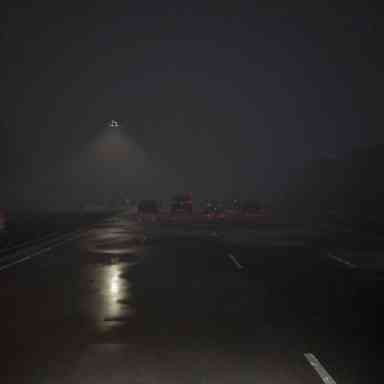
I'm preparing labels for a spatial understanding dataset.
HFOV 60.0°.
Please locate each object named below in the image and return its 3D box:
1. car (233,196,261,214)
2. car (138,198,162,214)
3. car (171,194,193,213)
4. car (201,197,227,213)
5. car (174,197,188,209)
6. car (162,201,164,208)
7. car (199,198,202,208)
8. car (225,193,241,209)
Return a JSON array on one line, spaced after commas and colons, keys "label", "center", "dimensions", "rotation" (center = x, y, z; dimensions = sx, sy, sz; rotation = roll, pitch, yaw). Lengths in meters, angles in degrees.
[{"label": "car", "center": [5.915, 1.471, 35.272], "dimensions": [1.882, 1.535, 5.008], "rotation": [0, 0, -1]}, {"label": "car", "center": [-4.604, 1.471, 35.760], "dimensions": [1.882, 1.535, 5.008], "rotation": [0, 0, -1]}, {"label": "car", "center": [-1.110, 1.215, 36.649], "dimensions": [2.150, 2.045, 5.566], "rotation": [0, 0, -1]}, {"label": "car", "center": [2.377, 1.519, 36.710], "dimensions": [1.812, 1.442, 4.674], "rotation": [0, 0, -2]}, {"label": "car", "center": [-1.499, 1.469, 46.971], "dimensions": [1.882, 1.535, 5.008], "rotation": [0, 0, -1]}, {"label": "car", "center": [-4.970, 1.539, 45.674], "dimensions": [2.033, 1.411, 5.357], "rotation": [0, 0, -1]}, {"label": "car", "center": [2.013, 1.483, 46.510], "dimensions": [2.128, 1.511, 4.902], "rotation": [0, 0, -1]}, {"label": "car", "center": [5.529, 1.213, 45.742], "dimensions": [2.150, 2.045, 5.566], "rotation": [0, 0, -1]}]
